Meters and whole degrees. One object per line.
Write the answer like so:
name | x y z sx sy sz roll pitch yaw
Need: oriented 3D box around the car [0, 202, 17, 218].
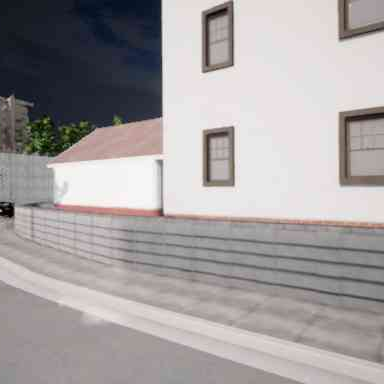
car | -17.223 1.623 31.220 1.994 1.385 4.181 0 0 -9
